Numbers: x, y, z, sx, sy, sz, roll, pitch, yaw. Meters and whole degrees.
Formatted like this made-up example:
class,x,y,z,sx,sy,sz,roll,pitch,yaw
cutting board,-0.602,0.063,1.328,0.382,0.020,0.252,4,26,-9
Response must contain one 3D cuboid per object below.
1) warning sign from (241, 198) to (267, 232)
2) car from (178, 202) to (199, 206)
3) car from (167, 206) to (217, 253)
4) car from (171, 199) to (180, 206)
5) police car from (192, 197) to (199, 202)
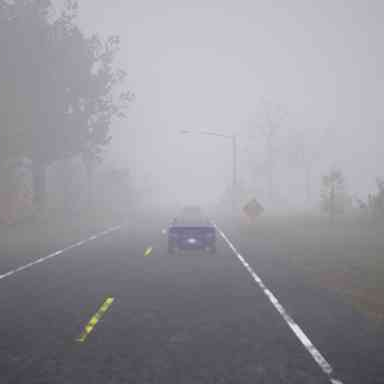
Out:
class,x,y,z,sx,sy,sz,roll,pitch,yaw
warning sign,3.565,1.300,19.342,1.300,1.860,1.060,1,0,0
car,0.002,1.839,29.334,1.994,1.385,4.181,0,0,0
car,0.005,1.617,14.465,1.882,1.535,5.008,0,0,0
car,-3.503,2.150,70.963,2.033,1.411,5.357,0,0,0
police car,1.046,2.203,94.474,1.930,1.638,5.238,0,0,0
